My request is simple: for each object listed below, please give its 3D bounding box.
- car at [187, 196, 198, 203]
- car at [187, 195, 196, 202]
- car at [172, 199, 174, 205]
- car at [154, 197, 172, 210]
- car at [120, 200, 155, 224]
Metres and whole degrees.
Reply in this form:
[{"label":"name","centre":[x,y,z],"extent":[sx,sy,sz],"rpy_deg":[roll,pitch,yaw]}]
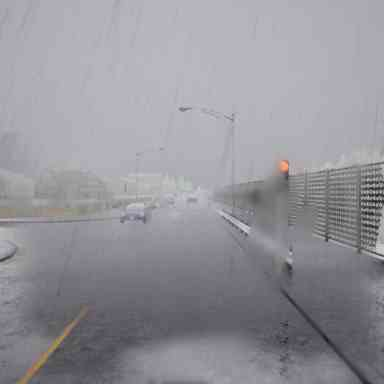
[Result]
[{"label":"car","centre":[0.086,1.477,67.088],"extent":[1.882,1.535,5.008],"rpy_deg":[0,0,0]},{"label":"car","centre":[-0.022,1.540,77.431],"extent":[2.033,1.411,5.357],"rpy_deg":[0,0,0]},{"label":"car","centre":[-4.094,1.563,57.750],"extent":[1.994,1.385,4.181],"rpy_deg":[0,0,0]},{"label":"car","centre":[-4.108,1.492,42.646],"extent":[2.128,1.511,4.902],"rpy_deg":[0,0,0]},{"label":"car","centre":[-4.105,1.525,24.909],"extent":[1.812,1.442,4.674],"rpy_deg":[0,0,0]}]
